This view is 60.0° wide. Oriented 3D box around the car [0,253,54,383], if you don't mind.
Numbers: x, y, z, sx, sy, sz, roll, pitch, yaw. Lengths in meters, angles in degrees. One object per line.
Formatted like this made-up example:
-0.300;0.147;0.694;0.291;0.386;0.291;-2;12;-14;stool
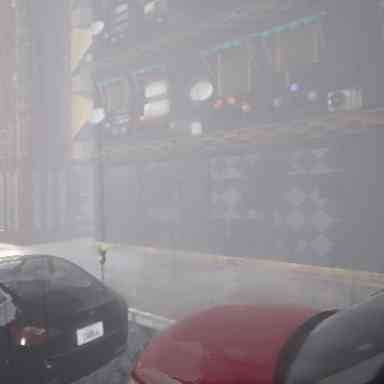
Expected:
-2.803;1.585;4.846;4.313;1.339;1.947;0;-1;36;car

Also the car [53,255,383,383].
1.804;1.313;1.564;5.009;1.841;2.192;0;-1;36;car
